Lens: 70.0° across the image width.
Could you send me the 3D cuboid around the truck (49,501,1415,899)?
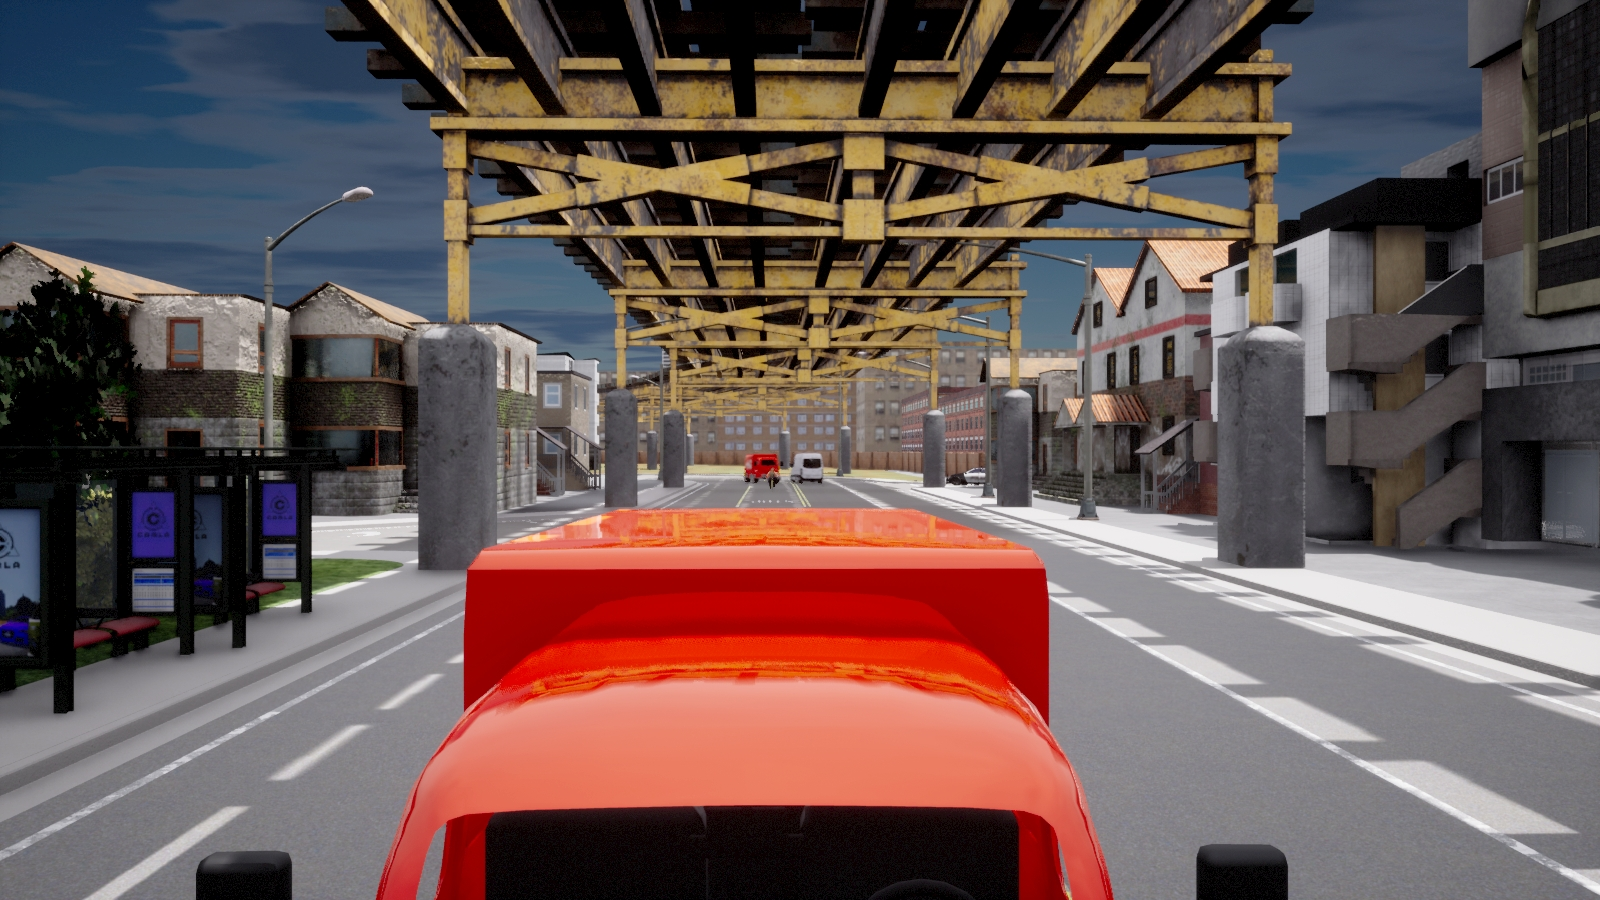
[{"bbox_3d":[-0.167,1.568,4.802,2.627,2.467,5.204,0,0,-1],"label":"truck"}]
